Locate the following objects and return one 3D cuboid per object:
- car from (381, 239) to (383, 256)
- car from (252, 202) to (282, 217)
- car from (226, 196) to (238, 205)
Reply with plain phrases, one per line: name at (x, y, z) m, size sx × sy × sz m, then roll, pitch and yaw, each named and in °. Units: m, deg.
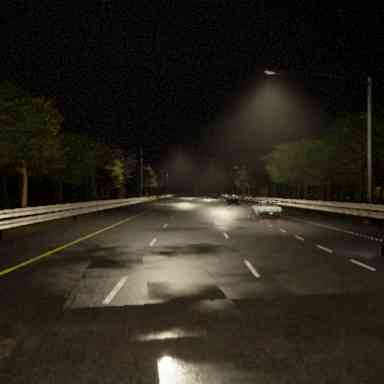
car at (7.001, 1.506, 8.768) m, size 1.837 × 1.490 × 4.892 m, roll 0°, pitch 0°, yaw 0°
car at (7.001, 1.603, 31.586) m, size 1.895 × 1.301 × 4.718 m, roll 0°, pitch 0°, yaw 0°
car at (7.039, 1.520, 58.962) m, size 2.128 × 1.511 × 4.902 m, roll 0°, pitch 0°, yaw 0°
